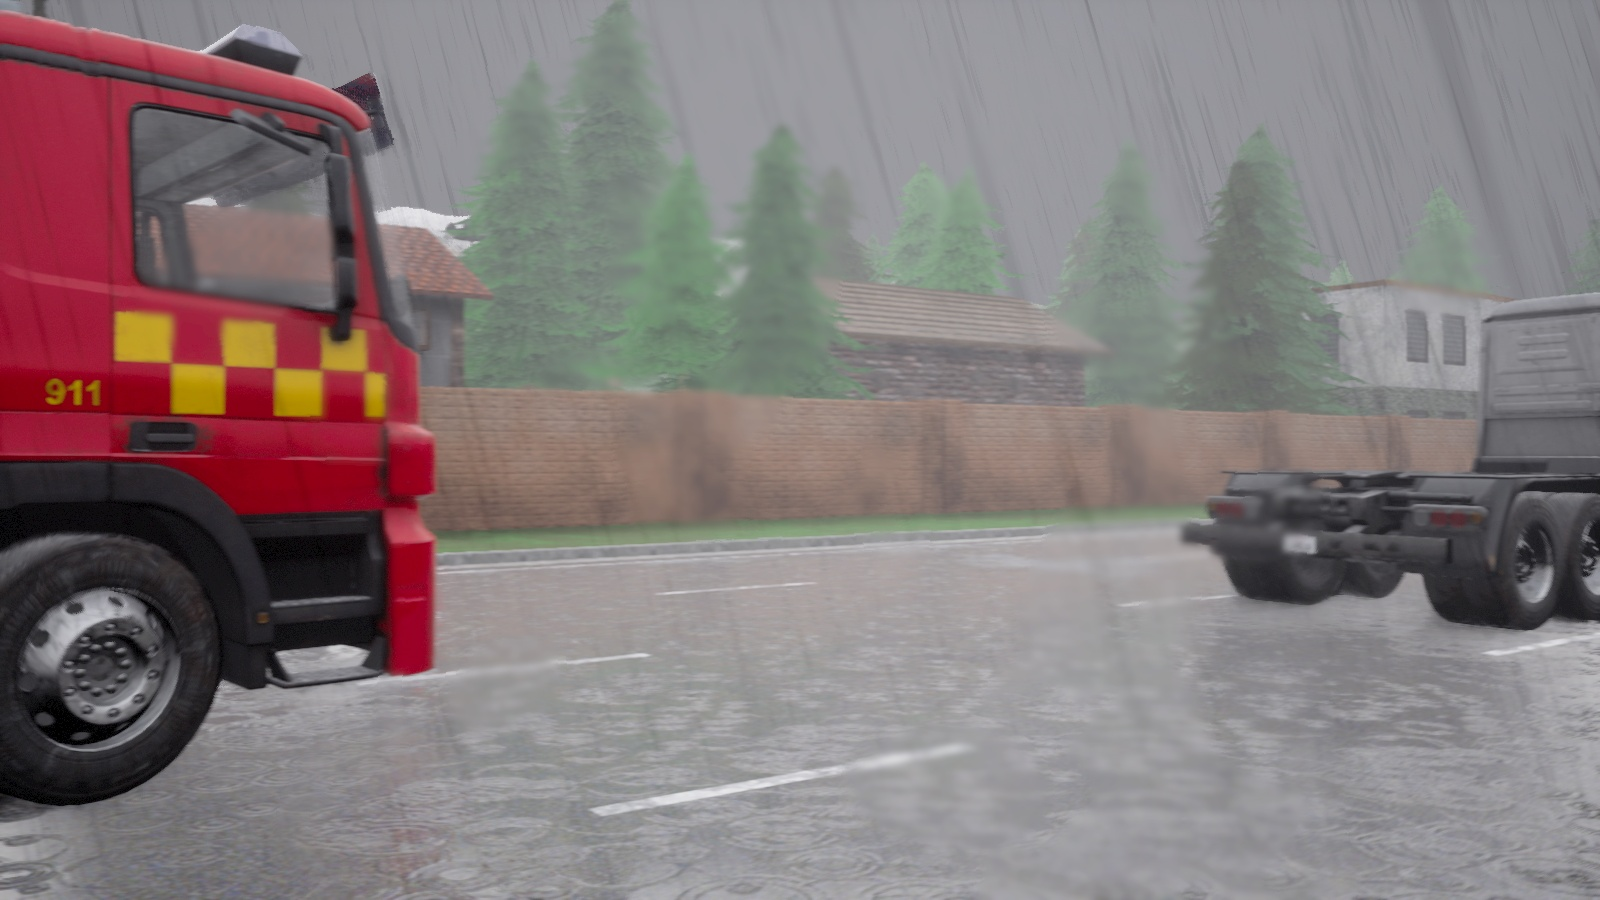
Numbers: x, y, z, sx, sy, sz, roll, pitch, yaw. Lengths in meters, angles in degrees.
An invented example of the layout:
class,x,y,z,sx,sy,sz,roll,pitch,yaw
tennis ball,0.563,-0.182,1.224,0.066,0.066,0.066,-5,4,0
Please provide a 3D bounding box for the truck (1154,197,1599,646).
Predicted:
class,x,y,z,sx,sy,sz,roll,pitch,yaw
truck,7.483,-0.220,13.135,7.936,3.462,2.891,0,0,-35

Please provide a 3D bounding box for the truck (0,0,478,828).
class,x,y,z,sx,sy,sz,roll,pitch,yaw
truck,-5.731,-0.396,4.627,8.468,3.827,2.891,0,0,-44

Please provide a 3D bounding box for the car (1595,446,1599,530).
class,x,y,z,sx,sy,sz,roll,pitch,yaw
car,17.752,0.708,24.543,5.366,1.575,1.801,0,0,-35
